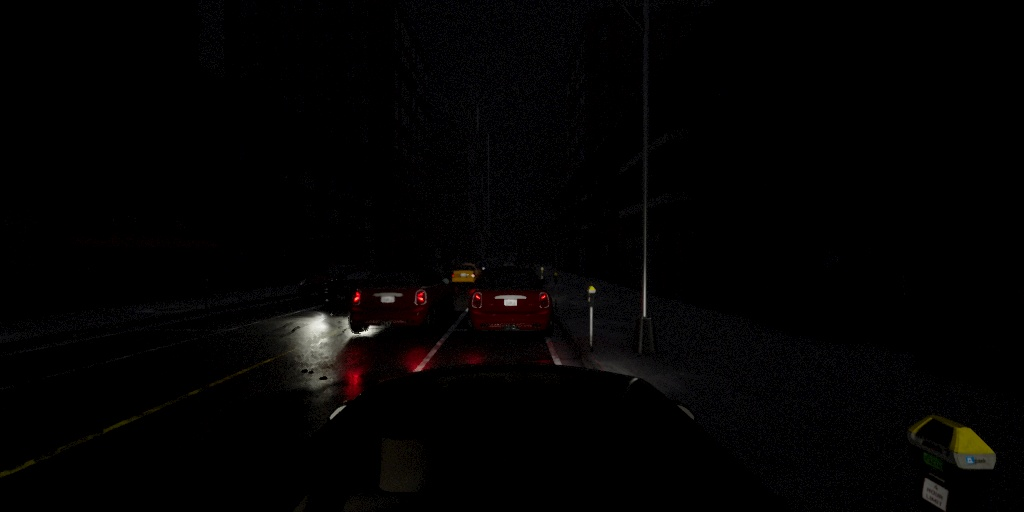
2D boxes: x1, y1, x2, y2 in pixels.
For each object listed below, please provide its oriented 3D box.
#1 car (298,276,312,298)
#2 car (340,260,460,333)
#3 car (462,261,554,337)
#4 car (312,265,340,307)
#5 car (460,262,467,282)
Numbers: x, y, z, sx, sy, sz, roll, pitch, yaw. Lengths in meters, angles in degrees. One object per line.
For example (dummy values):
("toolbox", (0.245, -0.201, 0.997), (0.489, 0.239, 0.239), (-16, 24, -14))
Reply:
("car", (-8.814, 1.185, 18.031), (1.967, 1.591, 4.097), (0, 0, 0))
("car", (-3.047, 1.098, 10.920), (2.097, 1.767, 4.553), (0, 0, 0))
("car", (-0.033, 1.100, 10.472), (2.097, 1.767, 4.553), (0, 0, 0))
("car", (-6.248, 1.224, 15.541), (1.882, 1.535, 5.008), (0, 0, 0))
("car", (-3.144, 1.199, 25.666), (1.801, 1.575, 5.366), (0, 0, 0))
